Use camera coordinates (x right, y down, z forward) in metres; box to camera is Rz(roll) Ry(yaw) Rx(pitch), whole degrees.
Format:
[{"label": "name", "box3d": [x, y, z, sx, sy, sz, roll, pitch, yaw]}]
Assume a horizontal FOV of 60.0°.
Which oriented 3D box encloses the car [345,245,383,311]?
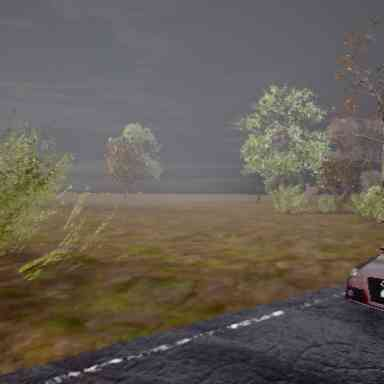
[{"label": "car", "box3d": [5.062, 1.620, 6.860, 4.181, 1.385, 1.994, 1, 0, -34]}]
